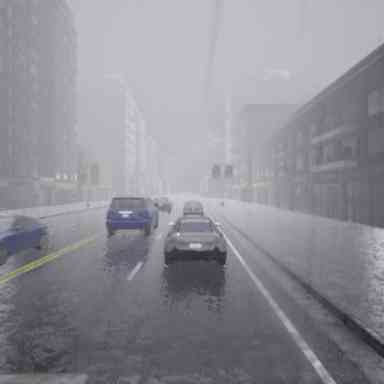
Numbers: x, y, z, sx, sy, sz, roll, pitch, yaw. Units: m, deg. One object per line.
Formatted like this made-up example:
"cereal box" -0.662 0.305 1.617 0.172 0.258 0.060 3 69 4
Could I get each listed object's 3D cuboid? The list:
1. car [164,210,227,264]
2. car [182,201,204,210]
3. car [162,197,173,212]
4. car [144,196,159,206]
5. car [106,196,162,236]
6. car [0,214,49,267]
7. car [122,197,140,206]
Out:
"car" 0.104 1.558 11.854 1.994 1.385 4.181 0 0 0
"car" 0.116 1.509 29.983 2.033 1.411 5.357 0 0 0
"car" -3.134 1.305 35.028 2.097 1.767 4.553 0 0 0
"car" -6.536 1.445 54.378 1.812 1.442 4.674 0 0 0
"car" -3.141 1.204 18.419 2.150 2.045 5.566 0 0 0
"car" -6.595 1.520 11.522 1.812 1.442 4.674 0 0 0
"car" -9.786 1.485 53.622 1.994 1.385 4.181 0 0 0
